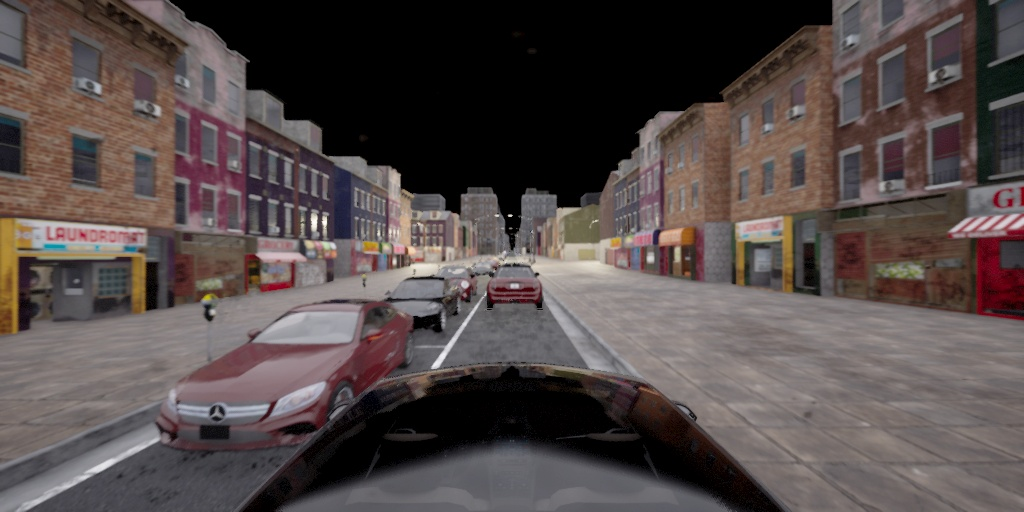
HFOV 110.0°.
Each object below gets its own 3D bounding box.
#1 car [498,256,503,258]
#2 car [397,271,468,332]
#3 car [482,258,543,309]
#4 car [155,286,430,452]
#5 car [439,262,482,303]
[{"bbox_3d":[-2.645,1.025,49.567,1.888,1.381,4.507,0,0,0],"label":"car"},{"bbox_3d":[-2.639,1.301,10.806,1.948,1.339,4.313,0,0,0],"label":"car"},{"bbox_3d":[0.096,1.080,14.886,2.097,1.767,4.553,0,0,0],"label":"car"},{"bbox_3d":[-2.638,1.327,5.272,1.802,1.307,4.207,0,0,0],"label":"car"},{"bbox_3d":[-2.640,1.165,16.340,1.967,1.591,4.097,0,0,0],"label":"car"}]
